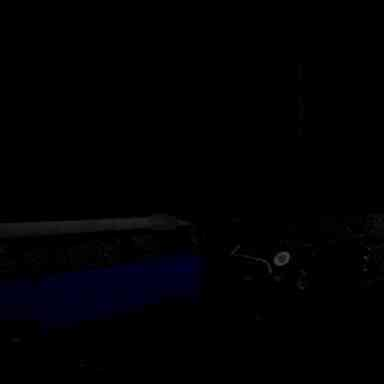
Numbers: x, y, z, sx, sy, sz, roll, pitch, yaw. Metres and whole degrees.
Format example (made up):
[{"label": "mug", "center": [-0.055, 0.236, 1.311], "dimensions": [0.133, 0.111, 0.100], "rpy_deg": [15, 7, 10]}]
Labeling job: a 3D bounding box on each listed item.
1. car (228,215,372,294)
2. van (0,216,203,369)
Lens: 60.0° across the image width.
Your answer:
[{"label": "car", "center": [2.875, 1.445, 8.703], "dimensions": [4.097, 1.590, 1.967], "rpy_deg": [0, 0, -36]}, {"label": "van", "center": [-1.714, 1.343, 5.430], "dimensions": [3.998, 1.788, 1.690], "rpy_deg": [0, 0, -36]}]
